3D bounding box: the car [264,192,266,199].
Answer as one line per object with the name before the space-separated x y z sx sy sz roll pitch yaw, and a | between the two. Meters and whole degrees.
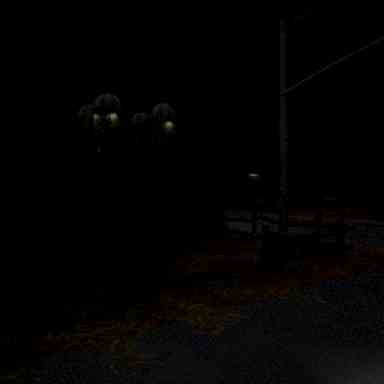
car | 19.815 0.983 87.132 1.905 1.878 3.866 6 3 11
